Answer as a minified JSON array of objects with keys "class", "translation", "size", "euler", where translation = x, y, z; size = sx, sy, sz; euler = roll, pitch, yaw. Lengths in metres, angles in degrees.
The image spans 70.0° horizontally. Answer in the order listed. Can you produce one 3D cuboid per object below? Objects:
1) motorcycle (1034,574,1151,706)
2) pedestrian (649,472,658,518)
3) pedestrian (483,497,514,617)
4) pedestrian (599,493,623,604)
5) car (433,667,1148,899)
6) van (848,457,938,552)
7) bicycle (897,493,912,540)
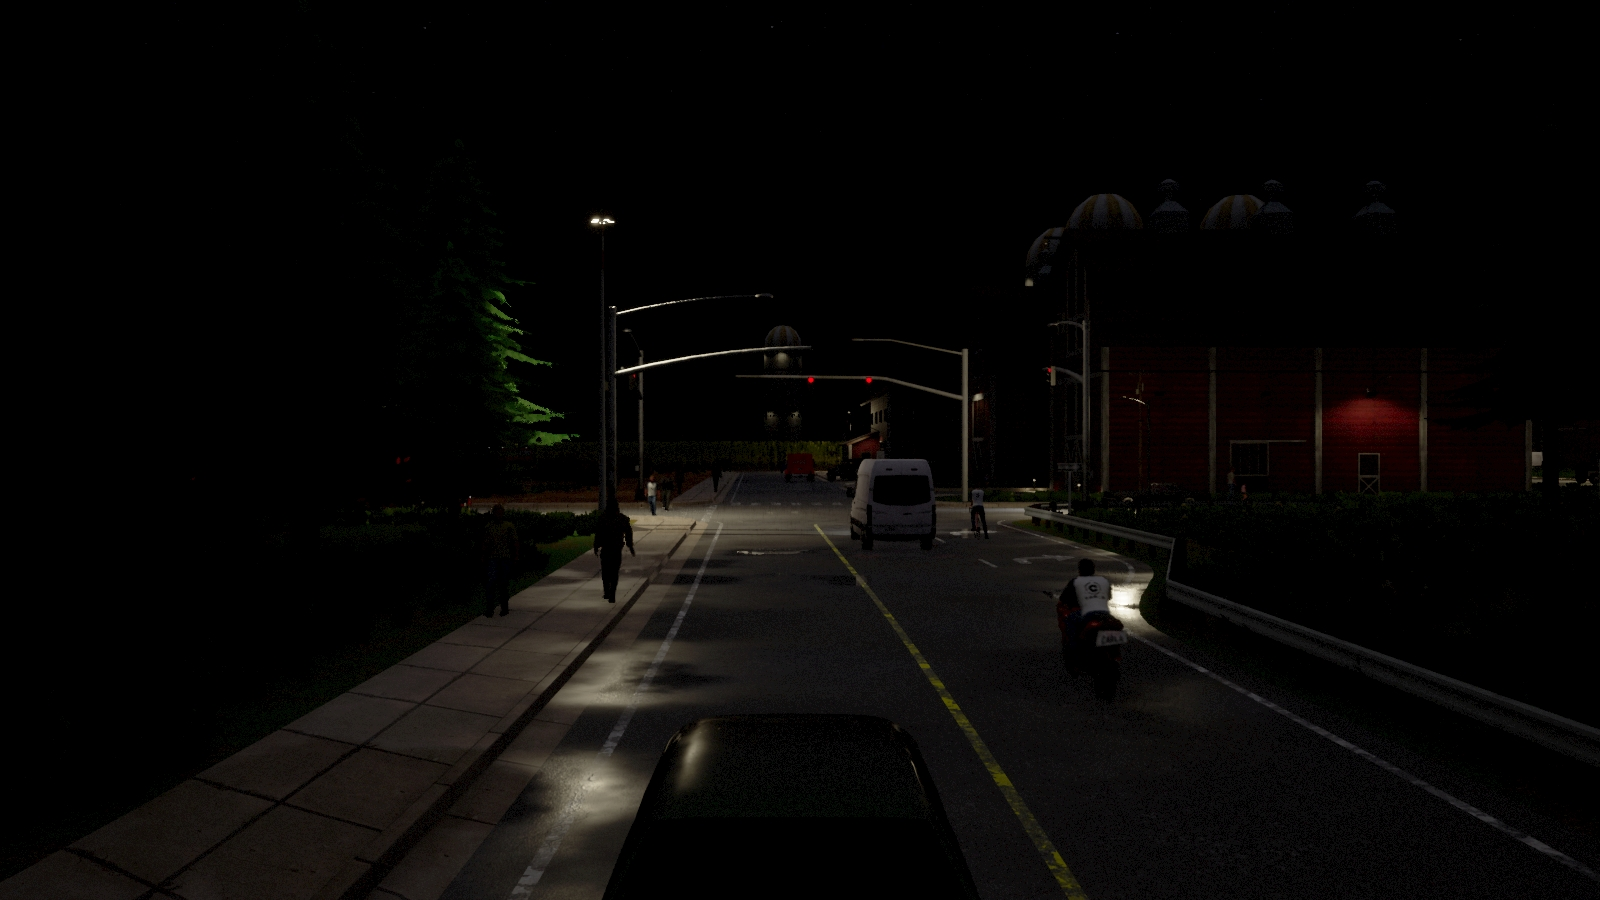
[{"class":"motorcycle","translation":[3.359,2.159,13.328],"size":[0.803,1.199,2.033],"euler":[0,0,-1]},{"class":"pedestrian","translation":[-6.013,1.846,46.978],"size":[0.375,1.860,0.375],"euler":[0,0,-6]},{"class":"pedestrian","translation":[-4.737,1.670,17.953],"size":[0.375,1.860,0.375],"euler":[0,0,1]},{"class":"pedestrian","translation":[-3.230,1.669,19.525],"size":[0.375,1.860,0.375],"euler":[0,0,-5]},{"class":"car","translation":[-0.032,1.973,4.130],"size":[1.851,1.617,3.988],"euler":[0,0,0]},{"class":"van","translation":[2.659,1.508,34.092],"size":[1.988,2.561,5.915],"euler":[0,0,-2]},{"class":"bicycle","translation":[3.290,2.079,36.037],"size":[0.373,1.396,1.643],"euler":[0,0,3]}]
